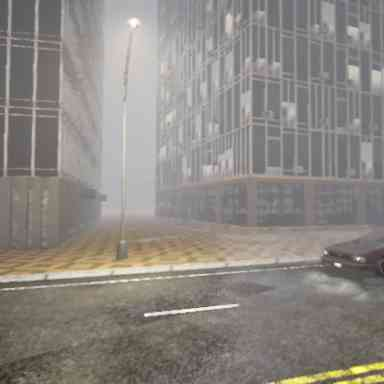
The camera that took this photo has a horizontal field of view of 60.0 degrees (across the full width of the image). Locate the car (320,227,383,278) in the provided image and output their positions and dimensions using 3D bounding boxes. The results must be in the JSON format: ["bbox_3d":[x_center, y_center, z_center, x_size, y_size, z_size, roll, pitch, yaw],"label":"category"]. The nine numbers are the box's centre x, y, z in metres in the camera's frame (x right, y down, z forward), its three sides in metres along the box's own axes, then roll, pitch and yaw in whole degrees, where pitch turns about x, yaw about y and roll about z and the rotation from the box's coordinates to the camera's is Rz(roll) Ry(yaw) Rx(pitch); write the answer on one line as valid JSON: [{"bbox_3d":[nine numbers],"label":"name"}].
[{"bbox_3d":[7.023,1.855,11.106,5.357,1.411,2.033,0,-2,-18],"label":"car"}]
